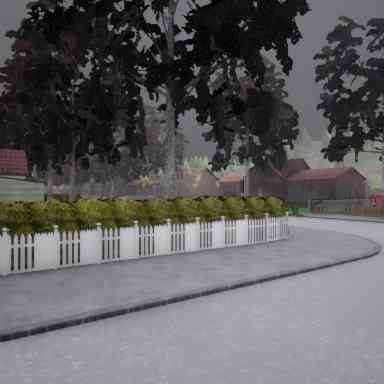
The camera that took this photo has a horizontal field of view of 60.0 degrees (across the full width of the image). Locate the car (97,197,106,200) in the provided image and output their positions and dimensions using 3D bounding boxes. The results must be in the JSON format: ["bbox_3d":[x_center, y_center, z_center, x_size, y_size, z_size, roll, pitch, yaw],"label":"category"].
[{"bbox_3d":[-17.268,1.564,64.447,1.994,1.385,4.181,0,0,-36],"label":"car"}]

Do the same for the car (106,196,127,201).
[{"bbox_3d":[-9.938,1.352,46.960,2.097,1.767,4.553,0,0,-35],"label":"car"}]
